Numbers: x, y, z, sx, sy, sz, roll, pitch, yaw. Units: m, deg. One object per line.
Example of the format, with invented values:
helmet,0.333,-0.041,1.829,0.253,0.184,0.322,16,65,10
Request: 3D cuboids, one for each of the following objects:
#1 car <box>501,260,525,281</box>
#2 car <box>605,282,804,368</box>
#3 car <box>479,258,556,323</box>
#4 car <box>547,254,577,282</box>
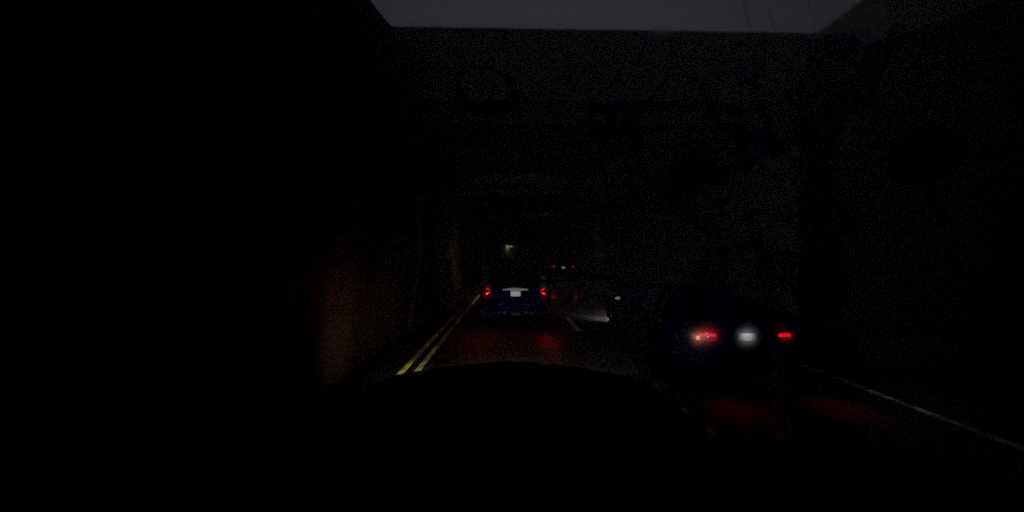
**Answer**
car,0.097,1.139,30.228,1.882,1.535,5.008,0,0,0
car,3.600,1.278,7.995,2.033,1.411,5.357,0,0,0
car,0.099,1.070,12.159,2.097,1.767,4.553,0,0,0
car,3.597,0.891,27.723,2.150,2.045,5.566,0,0,0
